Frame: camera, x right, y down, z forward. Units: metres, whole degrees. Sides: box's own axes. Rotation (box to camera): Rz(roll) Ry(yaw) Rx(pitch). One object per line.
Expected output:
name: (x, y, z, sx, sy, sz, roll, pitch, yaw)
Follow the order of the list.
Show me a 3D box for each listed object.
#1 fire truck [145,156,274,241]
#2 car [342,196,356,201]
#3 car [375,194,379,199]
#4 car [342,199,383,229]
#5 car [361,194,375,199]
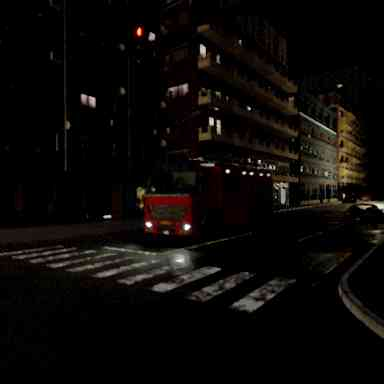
fire truck: (1.370, 0.270, 17.615, 2.891, 3.827, 8.468, -1, 0, 36)
car: (27.147, 1.322, 57.261, 1.947, 1.339, 4.313, -1, 0, 36)
car: (43.949, 1.207, 80.173, 1.947, 1.339, 4.313, -1, 0, 36)
car: (10.468, 1.365, 20.173, 1.887, 1.381, 4.507, -1, 0, 36)
car: (37.229, 1.269, 71.009, 1.802, 1.307, 4.206, -1, 0, 36)
